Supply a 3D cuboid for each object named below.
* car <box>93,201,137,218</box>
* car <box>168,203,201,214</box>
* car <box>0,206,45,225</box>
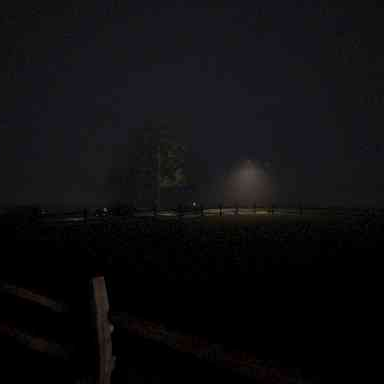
[{"bbox_3d":[-7.852,1.719,34.216,2.097,1.767,4.553,0,-1,38],"label":"car"},{"bbox_3d":[-0.809,2.081,43.280,2.033,1.411,5.357,0,-1,38],"label":"car"},{"bbox_3d":[-13.920,1.784,26.401,1.994,1.385,4.181,0,-1,37],"label":"car"}]
